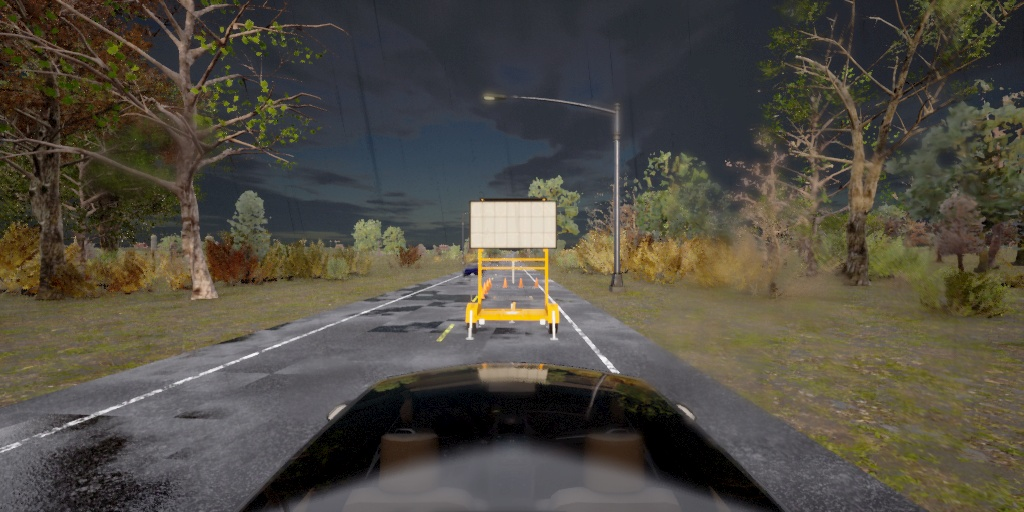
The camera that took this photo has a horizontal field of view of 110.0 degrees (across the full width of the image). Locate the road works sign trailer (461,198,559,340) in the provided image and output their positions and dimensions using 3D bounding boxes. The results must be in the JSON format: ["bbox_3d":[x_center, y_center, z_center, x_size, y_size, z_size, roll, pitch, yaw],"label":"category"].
[{"bbox_3d":[0.038,0.211,9.951,2.380,3.560,2.880,0,0,1],"label":"road works sign trailer"}]

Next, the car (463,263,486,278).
[{"bbox_3d":[-3.562,1.337,34.312,1.895,1.301,4.718,0,0,0],"label":"car"}]
